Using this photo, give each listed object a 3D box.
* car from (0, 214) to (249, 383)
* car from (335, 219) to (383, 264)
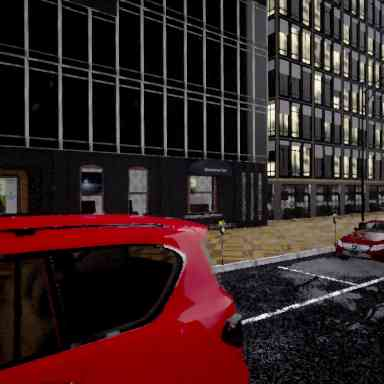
[{"bbox_3d":[-2.154,1.222,1.845,5.566,2.045,2.150,0,0,-35],"label":"car"},{"bbox_3d":[6.587,1.580,11.240,4.206,1.307,1.802,0,0,-35],"label":"car"}]
